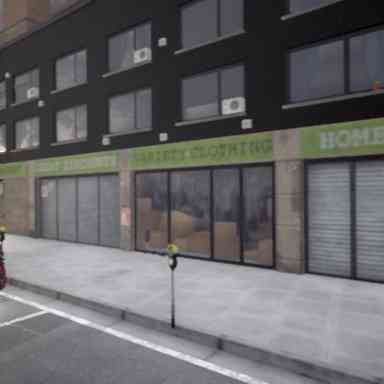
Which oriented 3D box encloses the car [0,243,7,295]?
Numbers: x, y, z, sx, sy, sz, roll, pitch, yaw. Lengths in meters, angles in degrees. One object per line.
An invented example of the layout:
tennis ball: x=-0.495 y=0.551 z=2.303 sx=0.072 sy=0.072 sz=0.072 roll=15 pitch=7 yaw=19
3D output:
car: x=-5.898 y=1.380 z=7.068 sx=5.009 sy=1.841 sz=2.192 roll=-1 pitch=0 yaw=36
